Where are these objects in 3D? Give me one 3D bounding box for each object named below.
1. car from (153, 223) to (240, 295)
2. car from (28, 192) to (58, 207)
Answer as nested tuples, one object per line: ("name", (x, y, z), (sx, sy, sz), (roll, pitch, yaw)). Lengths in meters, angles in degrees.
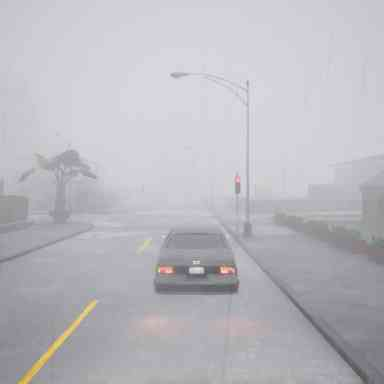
("car", (0.100, 1.547, 8.879), (2.033, 1.411, 5.357), (0, 0, 0))
("car", (-19.744, 0.985, 43.924), (1.905, 1.878, 3.866), (0, 0, 35))
